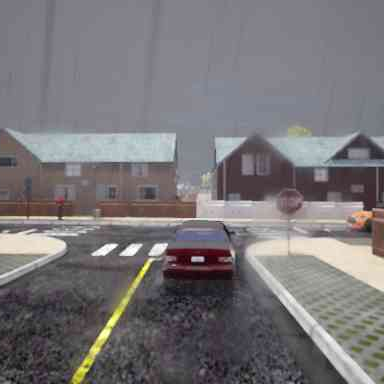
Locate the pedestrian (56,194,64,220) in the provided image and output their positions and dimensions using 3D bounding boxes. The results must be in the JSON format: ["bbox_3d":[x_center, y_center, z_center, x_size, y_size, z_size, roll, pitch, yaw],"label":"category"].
[{"bbox_3d":[-9.365,1.055,23.564,0.375,1.860,0.375,0,-1,1],"label":"pedestrian"}]

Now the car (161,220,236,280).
[{"bbox_3d":[0.332,1.548,9.933,2.033,1.411,5.357,0,0,5],"label":"car"}]

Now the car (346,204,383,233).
[{"bbox_3d":[11.871,1.480,20.176,4.553,1.767,2.097,1,0,1],"label":"car"}]
